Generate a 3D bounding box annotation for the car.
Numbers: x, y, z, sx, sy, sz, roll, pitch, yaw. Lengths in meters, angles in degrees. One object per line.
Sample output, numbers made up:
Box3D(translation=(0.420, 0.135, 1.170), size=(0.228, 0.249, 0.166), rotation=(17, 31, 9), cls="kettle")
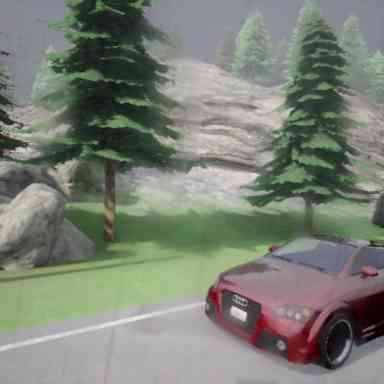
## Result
Box3D(translation=(2.288, 1.446, 5.535), size=(4.181, 1.385, 1.994), rotation=(0, 2, -34), cls="car")
